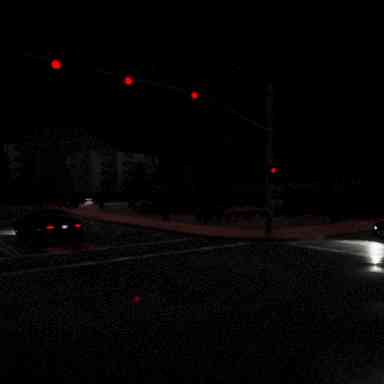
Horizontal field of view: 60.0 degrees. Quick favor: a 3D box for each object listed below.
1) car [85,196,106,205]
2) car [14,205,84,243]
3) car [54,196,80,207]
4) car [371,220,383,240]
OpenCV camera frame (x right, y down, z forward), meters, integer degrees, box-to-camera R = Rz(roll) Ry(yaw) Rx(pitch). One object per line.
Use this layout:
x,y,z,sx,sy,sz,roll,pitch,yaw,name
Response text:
-17.242,1.509,59.598,2.128,1.511,4.902,0,0,17,car
-7.104,1.551,16.205,2.033,1.411,5.357,0,0,-41,car
-18.293,1.613,49.676,1.895,1.301,4.718,0,0,0,car
10.930,1.562,16.139,5.357,1.411,2.033,0,0,-34,car
